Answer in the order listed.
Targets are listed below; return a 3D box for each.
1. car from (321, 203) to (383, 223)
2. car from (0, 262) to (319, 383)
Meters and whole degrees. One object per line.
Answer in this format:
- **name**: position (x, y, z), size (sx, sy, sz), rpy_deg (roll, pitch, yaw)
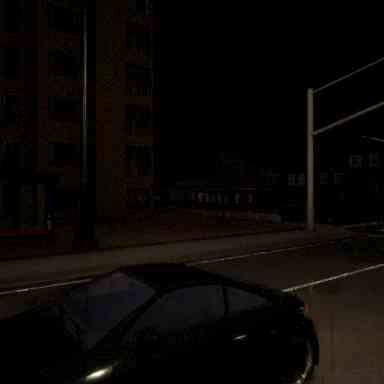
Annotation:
- **car**: position (13.031, 1.609, 26.283), size (2.033, 1.411, 5.357), rpy_deg (0, -2, -36)
- **car**: position (-0.515, 1.564, 3.625), size (4.181, 1.385, 1.994), rpy_deg (0, 0, -36)
